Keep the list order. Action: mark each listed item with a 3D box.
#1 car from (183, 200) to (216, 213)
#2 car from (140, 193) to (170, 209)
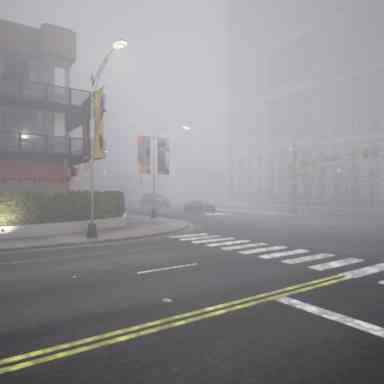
[{"bbox_3d":[0.778,1.557,36.717,1.994,1.385,4.181,0,0,-35],"label":"car"},{"bbox_3d":[-5.153,1.215,45.357,2.150,2.045,5.566,0,0,-35],"label":"car"}]
